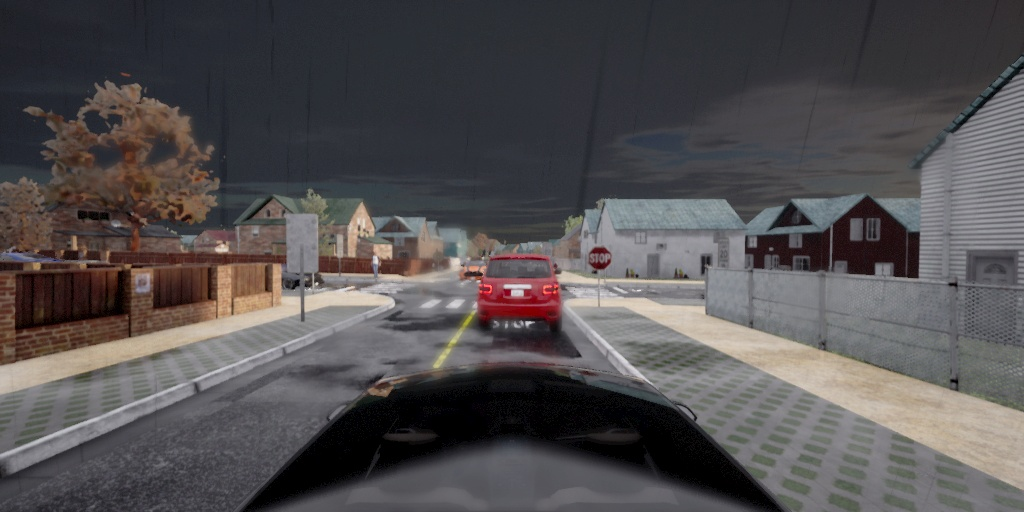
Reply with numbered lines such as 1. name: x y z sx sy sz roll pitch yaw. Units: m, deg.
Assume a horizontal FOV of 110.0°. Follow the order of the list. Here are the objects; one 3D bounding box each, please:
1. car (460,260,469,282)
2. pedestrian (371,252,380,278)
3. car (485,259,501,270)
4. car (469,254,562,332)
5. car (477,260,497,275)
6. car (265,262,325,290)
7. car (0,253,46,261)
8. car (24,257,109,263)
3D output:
1. car: -2.785 1.059 27.973 2.097 1.767 4.553 0 0 0
2. pedestrian: -9.619 0.594 25.370 0.375 1.860 0.375 0 0 1
3. car: -2.668 1.239 52.727 2.033 1.411 5.357 0 0 1
4. car: 0.369 0.961 11.060 2.150 2.045 5.566 0 0 5
5. car: -2.742 1.215 39.634 1.837 1.490 4.892 0 0 0
6. car: -13.221 1.067 19.551 5.357 1.411 2.033 1 1 3
7. car: -31.926 0.547 22.882 5.008 1.535 1.882 1 1 1
8. car: -23.209 0.916 19.773 4.718 1.301 1.895 1 1 1
